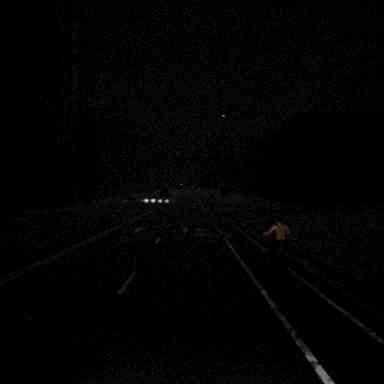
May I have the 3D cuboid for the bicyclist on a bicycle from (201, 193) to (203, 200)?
[{"bbox_3d":[2.254,1.017,73.562,0.582,1.620,1.656,0,1,0],"label":"bicyclist on a bicycle"}]

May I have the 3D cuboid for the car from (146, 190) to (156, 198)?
[{"bbox_3d":[-9.744,0.426,79.338,2.097,1.767,4.553,0,1,0],"label":"car"}]

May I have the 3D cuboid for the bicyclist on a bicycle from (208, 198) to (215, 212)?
[{"bbox_3d":[2.270,1.495,38.193,0.866,1.612,1.509,1,-1,0],"label":"bicyclist on a bicycle"}]

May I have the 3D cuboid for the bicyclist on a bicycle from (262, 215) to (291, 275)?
[{"bbox_3d":[2.476,1.471,9.571,0.866,1.612,1.509,0,0,0],"label":"bicyclist on a bicycle"}]

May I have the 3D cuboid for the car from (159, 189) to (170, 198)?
[{"bbox_3d":[-6.494,0.298,79.275,2.150,2.045,5.566,0,1,0],"label":"car"}]
